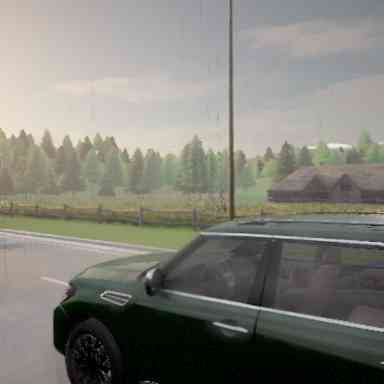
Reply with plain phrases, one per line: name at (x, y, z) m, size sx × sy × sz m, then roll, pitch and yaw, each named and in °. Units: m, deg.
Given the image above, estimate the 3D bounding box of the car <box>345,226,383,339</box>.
car at (5.053, 1.472, 4.686) m, size 5.008 × 1.535 × 1.882 m, roll 0°, pitch 0°, yaw 35°

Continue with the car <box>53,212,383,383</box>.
car at (0.979, 1.227, 3.292) m, size 5.566 × 2.045 × 2.150 m, roll 0°, pitch 0°, yaw 35°
